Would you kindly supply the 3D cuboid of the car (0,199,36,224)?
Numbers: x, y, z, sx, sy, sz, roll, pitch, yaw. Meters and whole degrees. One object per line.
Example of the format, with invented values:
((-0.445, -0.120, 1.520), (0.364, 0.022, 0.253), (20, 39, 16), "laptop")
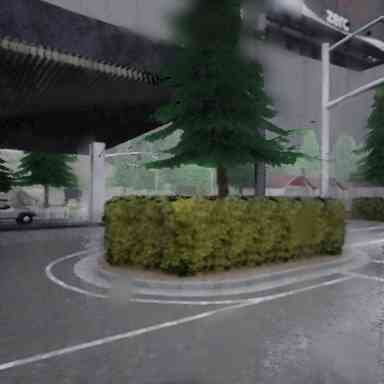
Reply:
((-12.925, 1.340, 22.795), (3.866, 1.878, 1.905), (1, 0, -36), "car")
